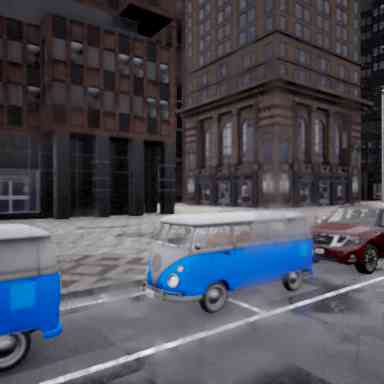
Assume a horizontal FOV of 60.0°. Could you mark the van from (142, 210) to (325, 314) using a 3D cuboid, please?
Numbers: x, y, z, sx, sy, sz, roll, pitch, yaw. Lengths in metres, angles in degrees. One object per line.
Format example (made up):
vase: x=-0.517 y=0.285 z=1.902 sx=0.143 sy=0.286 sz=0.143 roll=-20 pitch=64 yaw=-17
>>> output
van: x=0.941 y=1.332 z=7.322 sx=3.998 sy=1.788 sz=1.690 roll=0 pitch=0 yaw=-36

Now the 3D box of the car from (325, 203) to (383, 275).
car: x=5.562 y=1.295 z=10.620 sx=5.009 sy=1.841 sz=2.192 roll=0 pitch=0 yaw=-36

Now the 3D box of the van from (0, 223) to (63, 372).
van: x=-3.680 y=1.342 z=4.024 sx=3.998 sy=1.788 sz=1.690 roll=0 pitch=0 yaw=-36
